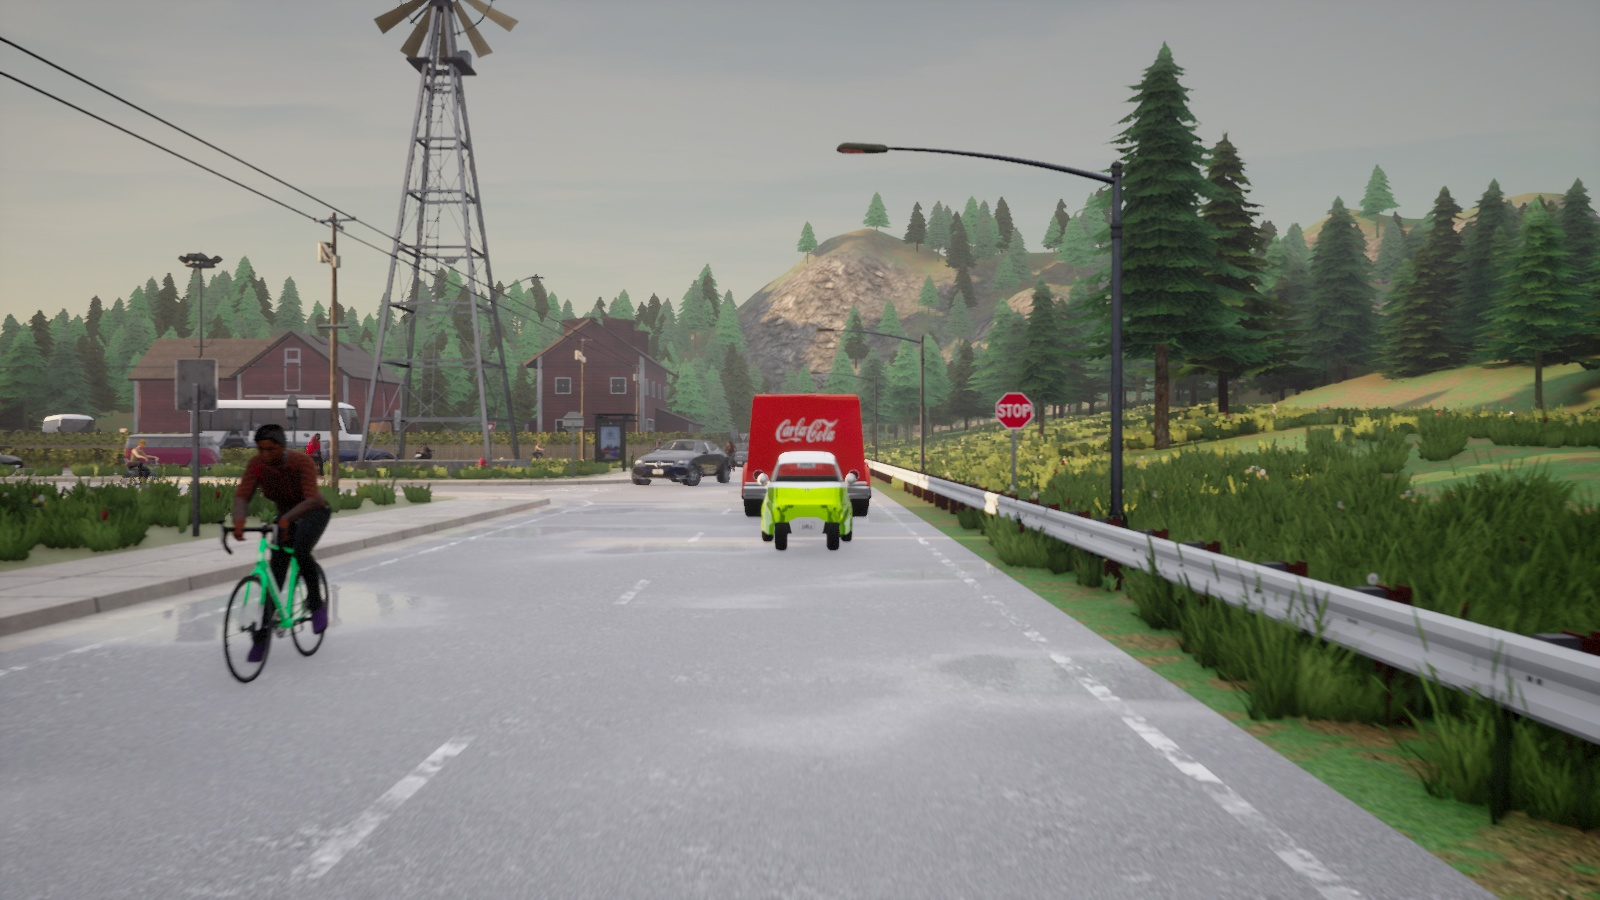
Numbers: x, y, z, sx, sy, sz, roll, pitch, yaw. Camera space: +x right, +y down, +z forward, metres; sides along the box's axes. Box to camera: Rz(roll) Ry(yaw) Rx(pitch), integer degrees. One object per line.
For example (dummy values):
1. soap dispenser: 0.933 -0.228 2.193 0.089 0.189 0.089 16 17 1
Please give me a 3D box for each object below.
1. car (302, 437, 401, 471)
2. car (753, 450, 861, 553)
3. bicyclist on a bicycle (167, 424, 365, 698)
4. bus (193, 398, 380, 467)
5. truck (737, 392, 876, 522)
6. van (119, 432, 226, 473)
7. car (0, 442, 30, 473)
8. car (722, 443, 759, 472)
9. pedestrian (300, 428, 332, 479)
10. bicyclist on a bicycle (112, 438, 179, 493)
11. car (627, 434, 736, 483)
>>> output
1. car: -24.051 0.206 67.470 2.097 1.767 4.553 0 0 42
2. car: 0.102 0.699 18.223 1.481 1.376 2.207 0 1 0
3. bicyclist on a bicycle: -3.445 0.650 8.259 0.582 1.620 1.656 0 1 0
4. bus: -32.566 -1.106 79.957 10.273 4.253 3.944 0 0 0
5. truck: 0.138 0.111 26.452 2.627 2.467 5.204 0 0 0
6. van: -31.435 0.119 62.979 4.442 1.987 1.775 0 0 -7
7. car: -41.509 0.360 62.672 4.792 1.488 2.163 0 0 0
8. car: -3.170 0.377 67.591 1.845 1.501 3.633 0 0 -1
9. pedestrian: -17.646 0.130 45.767 0.899 1.844 0.634 0 0 11
10. bicyclist on a bicycle: -19.304 0.459 37.054 1.509 1.612 0.866 0 0 -1
11. car: -4.159 0.269 44.916 2.152 1.651 5.027 0 0 17
